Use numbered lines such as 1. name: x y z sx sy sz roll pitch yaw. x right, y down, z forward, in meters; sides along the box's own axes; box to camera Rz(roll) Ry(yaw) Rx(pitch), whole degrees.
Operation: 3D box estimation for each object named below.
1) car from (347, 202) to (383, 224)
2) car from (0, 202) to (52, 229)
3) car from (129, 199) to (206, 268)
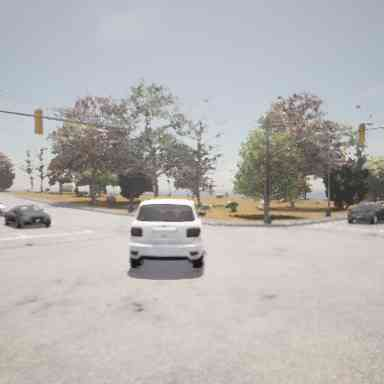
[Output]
1. car: 13.492 1.567 25.312 4.892 1.490 1.837 0 0 -44
2. car: -10.956 1.580 22.187 1.994 1.385 4.181 0 1 -43
3. car: -0.722 1.256 11.591 2.150 2.045 5.566 1 0 1
